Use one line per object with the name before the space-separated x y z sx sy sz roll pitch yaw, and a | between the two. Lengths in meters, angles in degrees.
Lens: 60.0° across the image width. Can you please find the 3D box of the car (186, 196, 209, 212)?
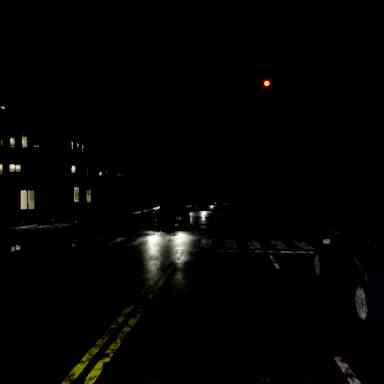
car | 0.697 1.514 39.622 1.812 1.442 4.674 0 0 5

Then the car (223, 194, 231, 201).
car | 8.268 1.279 79.284 1.882 1.535 5.008 0 0 6

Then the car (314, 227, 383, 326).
car | 3.983 1.476 6.969 1.882 1.535 5.008 0 0 7

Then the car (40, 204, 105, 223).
car | -9.306 1.671 26.047 4.718 1.301 1.895 -2 0 -20

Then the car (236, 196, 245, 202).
car | 11.503 1.564 78.975 1.895 1.301 4.718 0 0 6

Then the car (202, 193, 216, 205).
car | 2.691 1.201 58.333 2.150 2.045 5.566 0 0 6

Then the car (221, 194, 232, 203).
car | 7.170 1.479 68.924 1.837 1.490 4.892 0 0 6

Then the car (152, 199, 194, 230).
car | -1.236 1.473 21.354 1.882 1.535 5.008 0 0 6

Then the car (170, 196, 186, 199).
car | -2.338 1.513 41.794 1.812 1.442 4.674 0 0 6

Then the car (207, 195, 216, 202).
car | 4.360 1.437 73.221 1.882 1.535 5.008 0 0 6

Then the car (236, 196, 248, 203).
car | 10.455 1.522 68.133 2.033 1.411 5.357 0 0 6

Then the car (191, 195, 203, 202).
car | 1.172 1.484 73.978 2.128 1.511 4.902 0 0 6
